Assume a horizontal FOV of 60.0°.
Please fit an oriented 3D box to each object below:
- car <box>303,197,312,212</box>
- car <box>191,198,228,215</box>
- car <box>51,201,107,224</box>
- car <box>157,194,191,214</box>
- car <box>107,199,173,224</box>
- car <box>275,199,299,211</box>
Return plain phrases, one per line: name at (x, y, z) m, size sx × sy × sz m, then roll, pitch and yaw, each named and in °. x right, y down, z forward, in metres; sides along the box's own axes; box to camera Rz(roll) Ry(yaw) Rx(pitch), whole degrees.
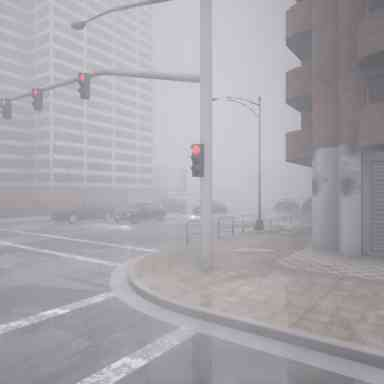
car at (14.500, 1.352, 38.698) m, size 2.097 × 1.767 × 4.553 m, roll 0°, pitch 0°, yaw 35°
car at (1.855, 1.564, 33.247) m, size 1.994 × 1.385 × 4.181 m, roll 0°, pitch 0°, yaw 36°
car at (-8.141, 1.478, 25.206) m, size 1.882 × 1.535 × 5.008 m, roll 0°, pitch 0°, yaw 35°
car at (-2.566, 1.352, 33.074) m, size 2.097 × 1.767 × 4.553 m, roll 0°, pitch 0°, yaw 35°
car at (-3.840, 1.526, 25.193) m, size 1.812 × 1.442 × 4.674 m, roll 0°, pitch 0°, yaw 35°
car at (11.620, 1.526, 40.716) m, size 1.812 × 1.442 × 4.674 m, roll 0°, pitch 0°, yaw 35°
